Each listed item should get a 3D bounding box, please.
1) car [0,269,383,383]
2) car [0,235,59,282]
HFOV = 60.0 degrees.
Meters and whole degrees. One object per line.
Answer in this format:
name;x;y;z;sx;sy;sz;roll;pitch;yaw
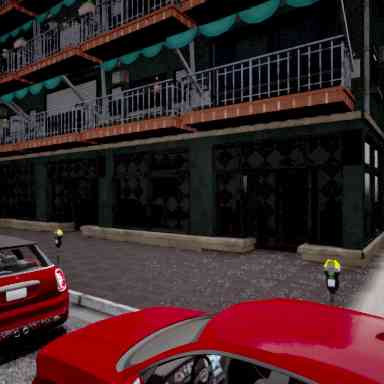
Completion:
car;0.592;1.545;2.455;4.507;1.381;1.887;0;0;35
car;-4.000;1.440;5.725;4.097;1.590;1.967;0;0;35
